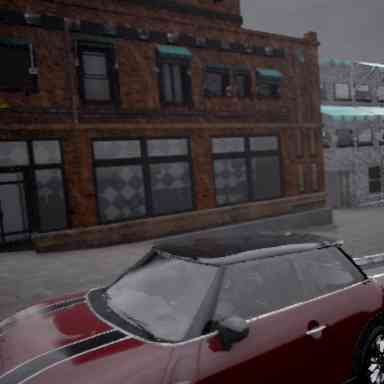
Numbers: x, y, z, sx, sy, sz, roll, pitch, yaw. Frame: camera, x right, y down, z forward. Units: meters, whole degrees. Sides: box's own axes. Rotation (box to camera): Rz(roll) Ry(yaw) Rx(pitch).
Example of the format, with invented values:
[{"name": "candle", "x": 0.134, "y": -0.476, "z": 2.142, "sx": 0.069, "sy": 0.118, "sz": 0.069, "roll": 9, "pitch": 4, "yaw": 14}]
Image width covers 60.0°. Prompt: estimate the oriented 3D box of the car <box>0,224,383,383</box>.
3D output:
[{"name": "car", "x": 0.130, "y": 1.323, "z": 3.561, "sx": 4.553, "sy": 1.767, "sz": 2.097, "roll": -1, "pitch": 1, "yaw": -34}]
